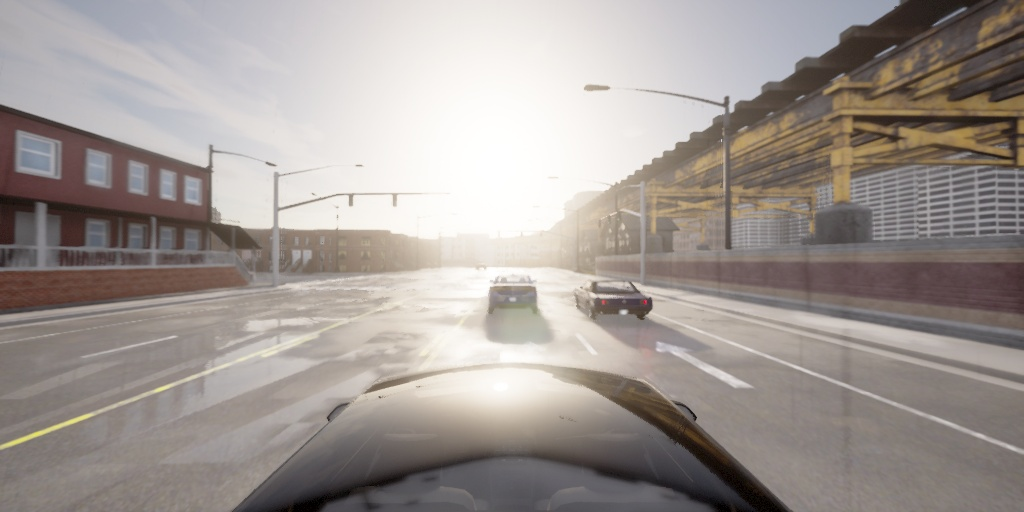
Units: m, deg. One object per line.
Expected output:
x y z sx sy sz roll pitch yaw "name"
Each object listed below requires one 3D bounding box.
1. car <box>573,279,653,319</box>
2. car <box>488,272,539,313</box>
3.542 1.516 13.518 1.895 1.301 4.718 0 -1 1 "car"
0.055 1.414 15.057 1.882 1.535 5.008 0 -1 0 "car"
